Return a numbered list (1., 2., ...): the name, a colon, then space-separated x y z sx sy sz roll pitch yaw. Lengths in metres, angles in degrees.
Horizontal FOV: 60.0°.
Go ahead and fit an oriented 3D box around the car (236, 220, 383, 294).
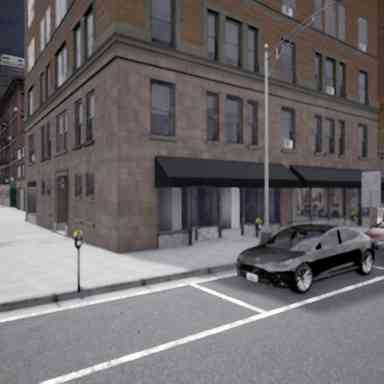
1. car: 3.128 1.548 8.778 4.313 1.339 1.947 0 0 -36
